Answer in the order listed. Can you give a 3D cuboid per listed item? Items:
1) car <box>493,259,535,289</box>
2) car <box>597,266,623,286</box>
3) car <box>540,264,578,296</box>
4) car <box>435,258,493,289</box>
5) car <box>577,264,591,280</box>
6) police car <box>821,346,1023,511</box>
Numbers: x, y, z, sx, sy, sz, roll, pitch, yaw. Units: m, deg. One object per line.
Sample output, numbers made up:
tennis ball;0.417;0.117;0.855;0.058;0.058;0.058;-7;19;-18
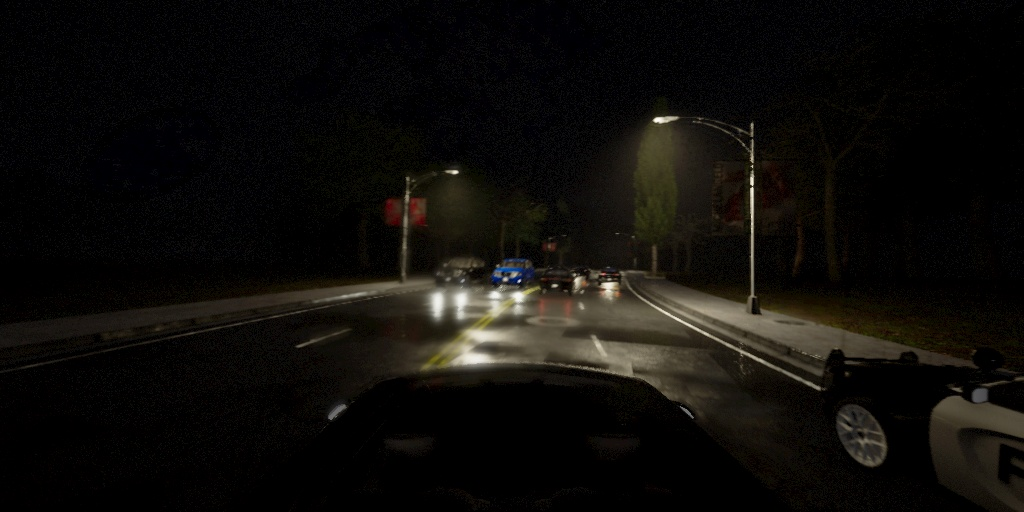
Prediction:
car;0.228;1.220;26.105;2.150;2.045;5.566;1;-1;14
car;8.368;1.702;30.698;2.128;1.511;4.902;1;-1;16
car;2.872;1.492;22.045;1.882;1.535;5.008;1;0;12
car;-3.365;1.130;24.998;2.150;2.045;5.566;1;-1;13
car;7.734;1.794;40.159;2.128;1.511;4.902;1;-1;16
police car;4.269;1.295;1.996;1.930;1.638;5.238;2;-1;3
